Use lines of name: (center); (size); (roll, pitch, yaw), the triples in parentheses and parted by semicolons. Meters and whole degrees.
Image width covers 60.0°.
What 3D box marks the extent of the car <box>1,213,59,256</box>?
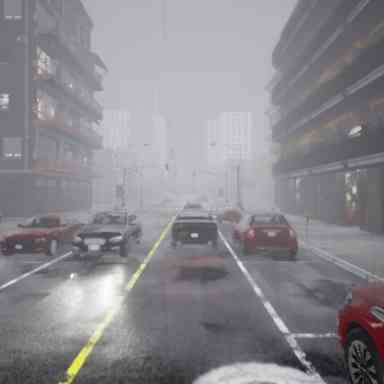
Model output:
car: (-5.686, 1.554, 13.159); (1.887, 1.381, 4.507); (0, 0, 0)

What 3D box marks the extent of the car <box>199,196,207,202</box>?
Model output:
car: (2.702, 1.707, 84.766); (1.947, 1.339, 4.313); (0, 0, 0)

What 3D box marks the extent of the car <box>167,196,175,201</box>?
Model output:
car: (-5.678, 1.681, 90.122); (1.752, 1.417, 4.829); (0, 0, 0)

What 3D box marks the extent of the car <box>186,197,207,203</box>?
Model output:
car: (0.103, 1.524, 32.322); (2.128, 1.511, 4.902); (0, 0, 0)

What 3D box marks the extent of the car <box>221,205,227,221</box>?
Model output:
car: (2.696, 1.604, 24.488); (1.802, 1.307, 4.206); (0, 0, 0)

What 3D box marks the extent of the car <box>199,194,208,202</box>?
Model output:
car: (2.702, 1.441, 79.240); (2.192, 1.841, 5.009); (0, 0, 0)

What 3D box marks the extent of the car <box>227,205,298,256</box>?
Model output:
car: (2.695, 1.449, 13.158); (1.967, 1.590, 4.097); (0, 0, 0)

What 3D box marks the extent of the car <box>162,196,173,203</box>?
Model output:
car: (-5.768, 1.657, 73.719); (1.887, 1.381, 4.507); (0, 0, 0)

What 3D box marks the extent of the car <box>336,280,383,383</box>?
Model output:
car: (2.694, 1.316, 1.830); (2.192, 1.841, 5.009); (0, 0, 0)

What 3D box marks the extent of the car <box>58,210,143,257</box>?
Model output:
car: (-3.099, 1.500, 12.983); (2.128, 1.511, 4.902); (0, 0, 0)

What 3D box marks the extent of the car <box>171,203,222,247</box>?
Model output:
car: (0.100, 1.488, 14.991); (1.882, 1.535, 5.008); (0, 0, 0)
